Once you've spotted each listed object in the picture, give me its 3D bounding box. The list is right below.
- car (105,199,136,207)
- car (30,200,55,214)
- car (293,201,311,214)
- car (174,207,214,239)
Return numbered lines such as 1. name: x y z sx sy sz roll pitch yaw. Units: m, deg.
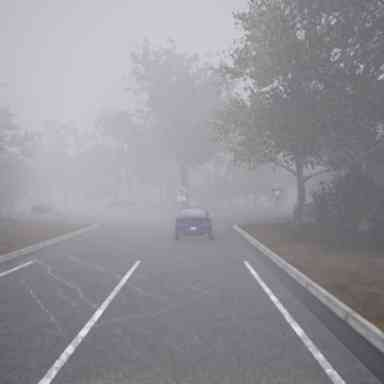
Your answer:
1. car: -11.777 1.823 54.619 4.718 1.301 1.895 0 0 -37
2. car: -16.774 1.630 37.458 1.882 1.535 5.008 -1 0 -13
3. car: 11.626 1.627 32.884 2.128 1.511 4.902 0 0 38
4. car: 0.152 1.551 17.950 1.882 1.535 5.008 0 0 2
